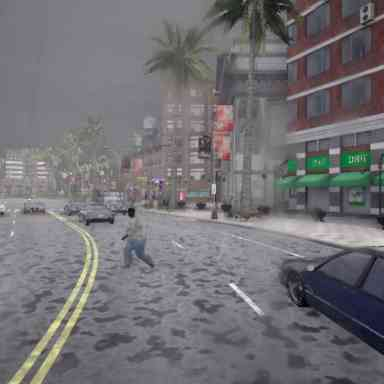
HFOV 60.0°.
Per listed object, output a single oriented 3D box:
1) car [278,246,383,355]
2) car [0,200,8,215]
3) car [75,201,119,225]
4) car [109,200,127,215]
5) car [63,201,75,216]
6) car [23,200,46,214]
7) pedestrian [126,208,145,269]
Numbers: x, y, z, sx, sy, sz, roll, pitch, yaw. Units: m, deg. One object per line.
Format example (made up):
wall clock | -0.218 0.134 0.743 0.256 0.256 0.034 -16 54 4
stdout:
car | 3.158 1.548 4.991 2.033 1.411 5.357 0 0 -9
car | -19.657 1.553 33.216 1.812 1.442 4.674 0 0 -28
car | -6.960 1.564 24.015 1.994 1.385 4.181 0 0 -26
car | -7.946 1.547 33.637 2.033 1.411 5.357 0 0 -24
car | -11.501 1.547 32.934 2.033 1.411 5.357 0 0 -27
car | -16.557 1.586 34.841 1.994 1.385 4.181 0 0 -28
pedestrian | -1.608 1.294 9.423 0.375 1.860 0.375 0 0 -13
